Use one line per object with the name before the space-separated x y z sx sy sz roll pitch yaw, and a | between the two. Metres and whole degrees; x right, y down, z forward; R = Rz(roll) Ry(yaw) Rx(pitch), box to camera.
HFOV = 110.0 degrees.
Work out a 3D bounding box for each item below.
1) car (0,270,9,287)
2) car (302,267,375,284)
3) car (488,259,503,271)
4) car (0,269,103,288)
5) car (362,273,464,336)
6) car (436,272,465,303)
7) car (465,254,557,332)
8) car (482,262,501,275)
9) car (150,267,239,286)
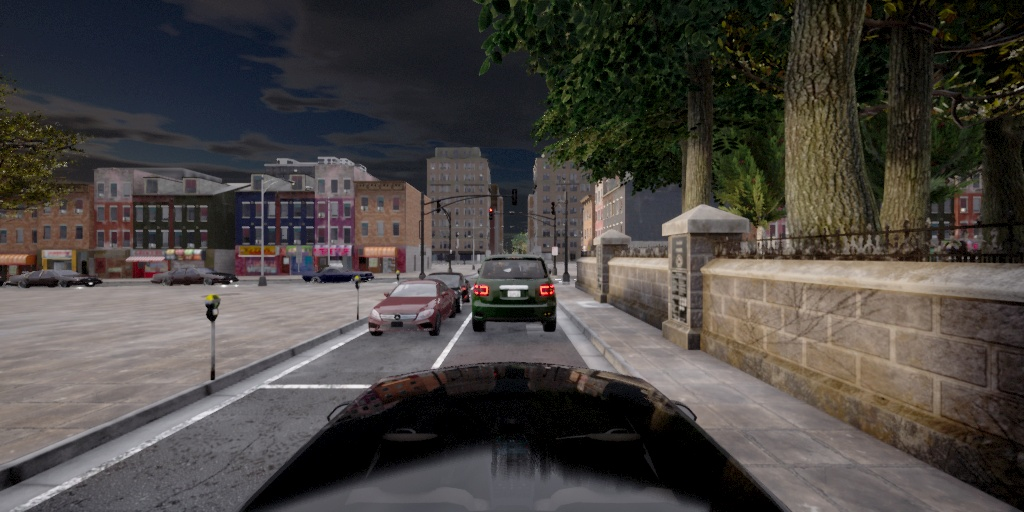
car | -45.252 1.938 29.725 4.181 1.385 1.994 -1 0 0
car | -12.891 1.470 26.883 4.718 1.301 1.895 -1 0 0
car | -2.294 1.210 51.180 1.882 1.535 5.008 0 0 0
car | -34.136 1.716 26.827 5.357 1.411 2.033 -1 0 1
car | -2.638 1.330 10.318 1.802 1.307 4.207 0 0 0
car | -2.638 1.313 13.981 1.948 1.339 4.313 0 0 0
car | 0.076 0.970 10.997 2.150 2.045 5.566 0 0 1
car | -2.280 1.337 40.767 1.895 1.301 4.718 0 0 0
car | -23.689 1.552 26.848 5.357 1.411 2.033 -1 0 0
